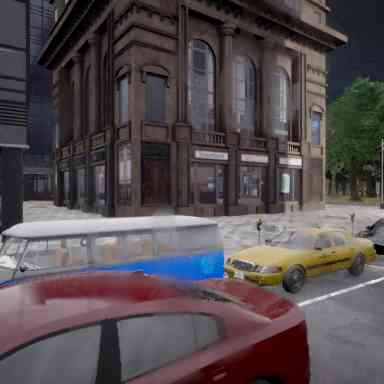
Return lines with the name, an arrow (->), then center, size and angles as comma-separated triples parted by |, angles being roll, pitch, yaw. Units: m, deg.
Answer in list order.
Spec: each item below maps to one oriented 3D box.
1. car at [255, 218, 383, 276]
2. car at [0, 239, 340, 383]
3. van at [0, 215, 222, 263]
car -> 3.005, 1.525, 8.789 | 4.829, 1.417, 1.752 | 0, 0, -35
car -> -1.178, 1.477, 2.538 | 5.008, 1.535, 1.882 | 0, 0, -35
van -> -1.286, 1.341, 5.733 | 3.998, 1.788, 1.690 | 0, 0, -35
